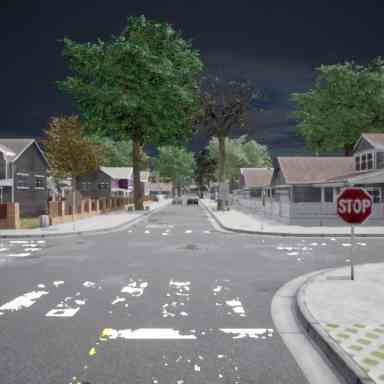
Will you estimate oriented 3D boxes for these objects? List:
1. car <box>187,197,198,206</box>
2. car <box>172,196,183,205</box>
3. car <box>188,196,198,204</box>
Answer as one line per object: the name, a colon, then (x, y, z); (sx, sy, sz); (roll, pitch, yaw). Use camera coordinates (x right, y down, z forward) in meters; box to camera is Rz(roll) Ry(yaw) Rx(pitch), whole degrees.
car: (0.113, 1.512, 56.902); (1.882, 1.535, 5.008); (0, 0, 0)
car: (-2.629, 1.543, 61.078); (1.837, 1.490, 4.892); (0, 0, 0)
car: (0.134, 1.607, 67.321); (1.994, 1.385, 4.181); (0, 0, 0)
